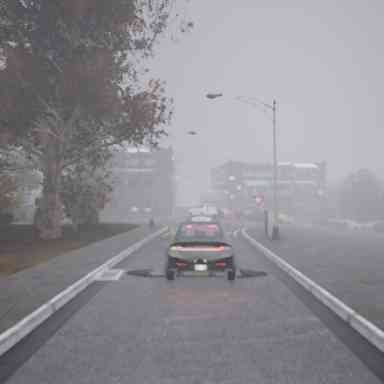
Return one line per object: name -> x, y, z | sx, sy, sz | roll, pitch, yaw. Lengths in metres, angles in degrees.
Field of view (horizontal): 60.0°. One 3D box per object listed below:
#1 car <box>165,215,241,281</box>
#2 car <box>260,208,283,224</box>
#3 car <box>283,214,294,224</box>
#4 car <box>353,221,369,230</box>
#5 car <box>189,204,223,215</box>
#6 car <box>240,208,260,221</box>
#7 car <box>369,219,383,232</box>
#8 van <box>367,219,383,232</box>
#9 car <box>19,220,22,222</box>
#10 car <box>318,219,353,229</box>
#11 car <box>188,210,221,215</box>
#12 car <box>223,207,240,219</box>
car -> 0.254, 1.641, 10.252 | 2.128, 1.511, 4.902 | 0, -2, 1
car -> 10.355, 3.455, 50.173 | 2.435, 2.045, 5.566 | 7, -4, -31
car -> 13.182, 3.996, 50.895 | 1.946, 1.575, 5.366 | 7, -4, -30
car -> 25.106, 5.204, 52.890 | 2.002, 1.452, 4.674 | 7, -4, -30
car -> 1.521, 2.735, 48.449 | 2.435, 2.045, 5.566 | 2, -3, -31
car -> 7.363, 3.284, 49.588 | 2.185, 1.767, 4.553 | 6, -4, -31
car -> 29.315, 5.052, 48.327 | 5.566, 2.045, 2.150 | 6, -3, -10
van -> 31.122, 5.521, 53.843 | 1.878, 1.987, 4.442 | 7, -4, -30
car -> -25.127, 3.689, 46.621 | 4.674, 1.442, 1.812 | -4, -4, 39
car -> 22.140, 4.912, 52.350 | 2.002, 1.452, 4.674 | 7, -4, -30
car -> 0.528, 1.991, 19.480 | 1.812, 1.442, 4.674 | 0, -2, 2
car -> 4.395, 3.031, 49.063 | 2.185, 1.767, 4.553 | 4, -4, -31
